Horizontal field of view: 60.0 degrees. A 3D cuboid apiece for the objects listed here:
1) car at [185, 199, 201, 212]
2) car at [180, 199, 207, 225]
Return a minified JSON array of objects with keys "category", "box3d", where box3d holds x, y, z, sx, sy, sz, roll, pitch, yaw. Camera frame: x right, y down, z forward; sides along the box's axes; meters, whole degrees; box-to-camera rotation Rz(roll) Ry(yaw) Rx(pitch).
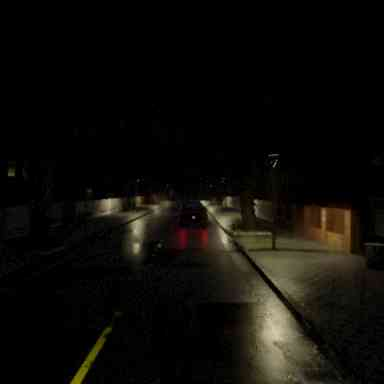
[{"category":"car","box3d":[0.104,1.599,41.381,1.812,1.442,4.674,0,0,0]},{"category":"car","box3d":[0.109,1.521,24.316,1.882,1.535,5.008,0,0,0]}]
